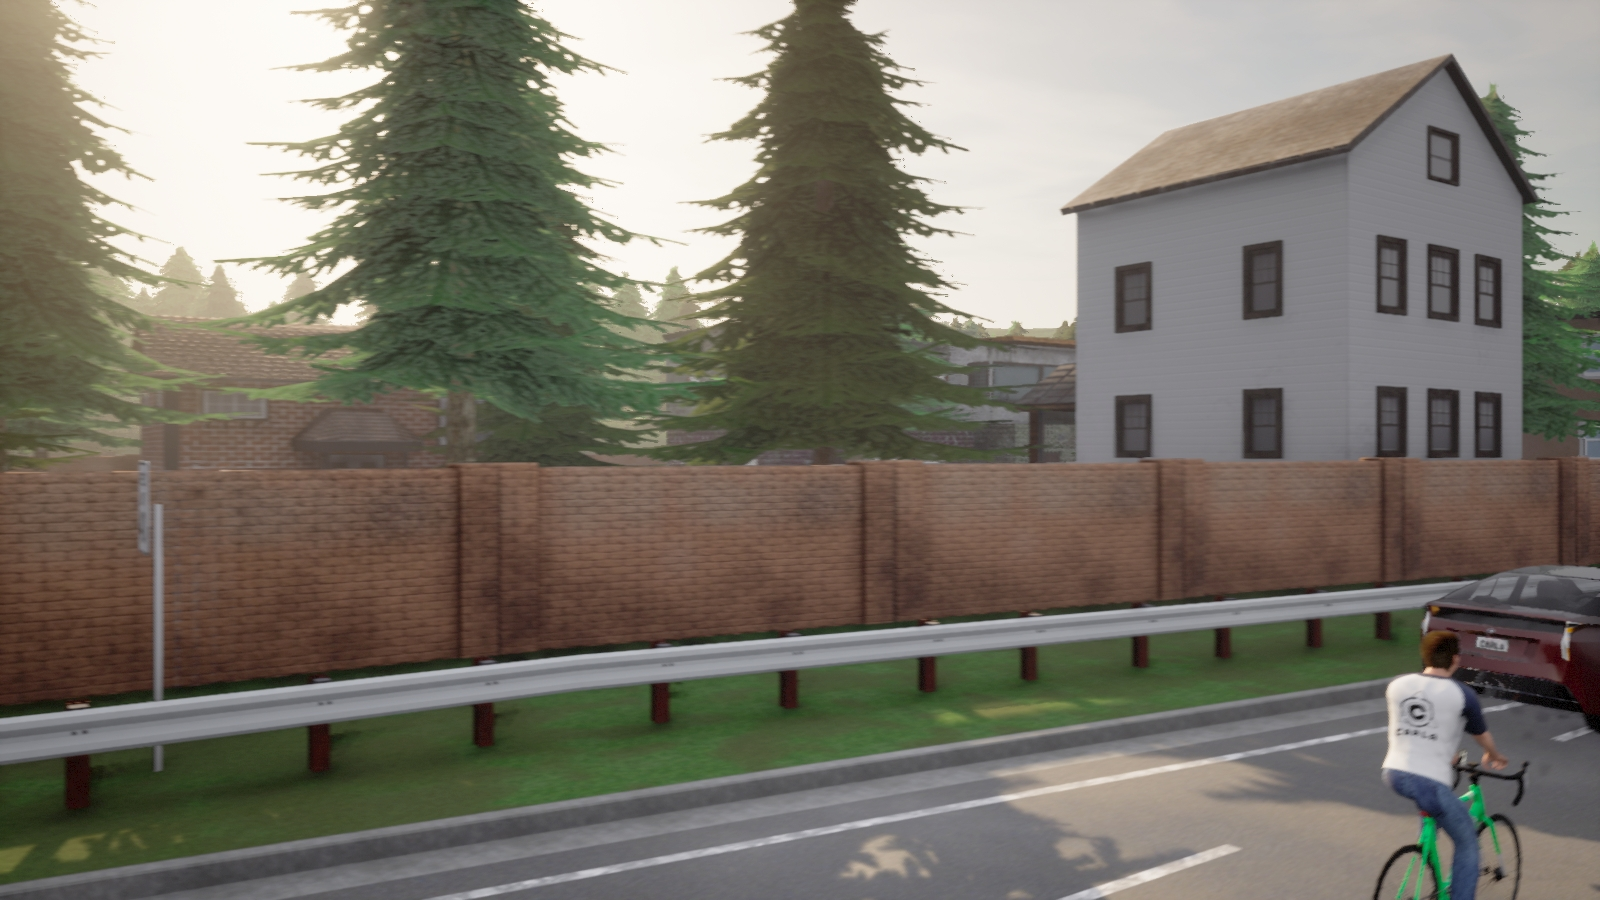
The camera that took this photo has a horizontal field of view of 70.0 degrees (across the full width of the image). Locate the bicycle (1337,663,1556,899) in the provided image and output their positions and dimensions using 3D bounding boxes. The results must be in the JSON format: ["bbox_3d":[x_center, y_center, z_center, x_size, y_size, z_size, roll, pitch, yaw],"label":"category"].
[{"bbox_3d":[3.654,2.056,6.409,1.643,1.496,0.373,0,0,-34],"label":"bicycle"}]

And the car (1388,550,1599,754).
[{"bbox_3d":[8.753,2.040,12.599,4.514,1.525,2.007,0,0,-32],"label":"car"}]
